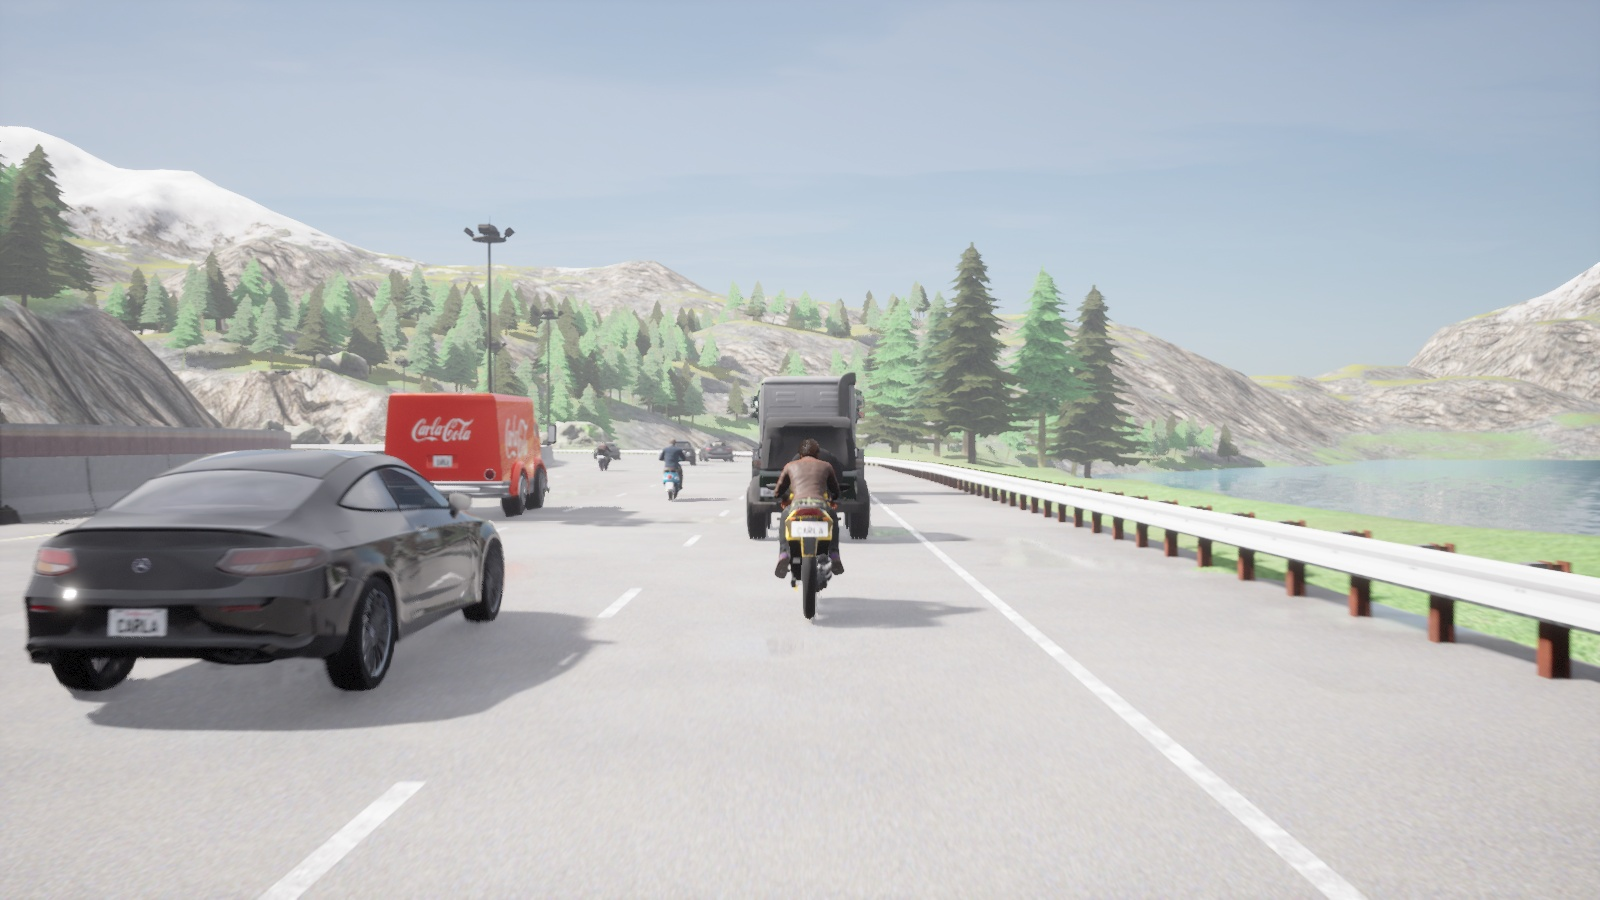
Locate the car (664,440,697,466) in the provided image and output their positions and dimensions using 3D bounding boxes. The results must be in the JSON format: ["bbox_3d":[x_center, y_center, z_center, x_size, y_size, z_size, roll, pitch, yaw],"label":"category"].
[{"bbox_3d":[-7.806,0.154,81.593,2.033,1.649,4.856,0,0,-7],"label":"car"}]

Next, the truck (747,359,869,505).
[{"bbox_3d":[0.204,-0.448,33.692,2.891,3.462,7.936,0,0,0],"label":"truck"}]

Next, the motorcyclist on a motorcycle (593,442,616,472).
[{"bbox_3d":[-10.161,0.360,65.210,0.866,1.530,2.191,0,0,-1],"label":"motorcyclist on a motorcycle"}]

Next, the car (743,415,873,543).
[{"bbox_3d":[0.130,0.413,20.382,1.905,1.878,3.866,0,0,0],"label":"car"}]

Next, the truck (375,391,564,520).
[{"bbox_3d":[-6.835,0.085,26.704,2.627,2.467,5.204,0,0,0],"label":"truck"}]

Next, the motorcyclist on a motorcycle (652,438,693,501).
[{"bbox_3d":[-3.301,0.490,32.729,0.866,1.590,1.817,0,0,0],"label":"motorcyclist on a motorcycle"}]

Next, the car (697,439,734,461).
[{"bbox_3d":[-6.411,-0.015,94.814,2.242,1.667,4.611,0,0,-12],"label":"car"}]

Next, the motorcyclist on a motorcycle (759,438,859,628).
[{"bbox_3d":[0.078,0.659,11.086,0.797,1.523,2.044,0,0,0],"label":"motorcyclist on a motorcycle"}]

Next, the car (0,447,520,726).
[{"bbox_3d":[-3.434,0.713,8.943,1.812,1.442,4.674,0,0,0],"label":"car"}]
